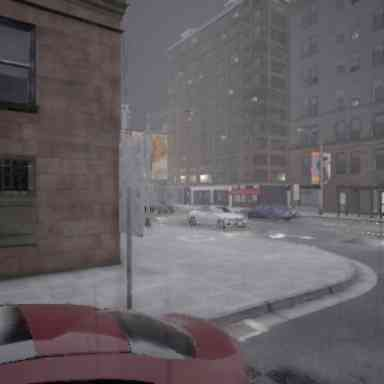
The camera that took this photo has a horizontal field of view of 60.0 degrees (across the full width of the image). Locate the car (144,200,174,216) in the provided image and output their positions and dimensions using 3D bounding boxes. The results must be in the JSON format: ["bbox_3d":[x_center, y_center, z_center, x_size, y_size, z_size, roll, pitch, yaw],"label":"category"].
[{"bbox_3d":[-3.711,1.573,34.740,1.882,1.535,5.008,0,0,-35],"label":"car"}]

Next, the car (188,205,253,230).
[{"bbox_3d":[1.523,1.589,21.778,1.812,1.442,4.674,0,0,-35],"label":"car"}]

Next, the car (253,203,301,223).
[{"bbox_3d":[6.130,1.622,26.864,2.033,1.411,5.357,0,0,-35],"label":"car"}]

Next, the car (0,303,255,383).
[{"bbox_3d":[-1.618,1.525,1.789,4.674,1.442,1.812,0,0,-34],"label":"car"}]
